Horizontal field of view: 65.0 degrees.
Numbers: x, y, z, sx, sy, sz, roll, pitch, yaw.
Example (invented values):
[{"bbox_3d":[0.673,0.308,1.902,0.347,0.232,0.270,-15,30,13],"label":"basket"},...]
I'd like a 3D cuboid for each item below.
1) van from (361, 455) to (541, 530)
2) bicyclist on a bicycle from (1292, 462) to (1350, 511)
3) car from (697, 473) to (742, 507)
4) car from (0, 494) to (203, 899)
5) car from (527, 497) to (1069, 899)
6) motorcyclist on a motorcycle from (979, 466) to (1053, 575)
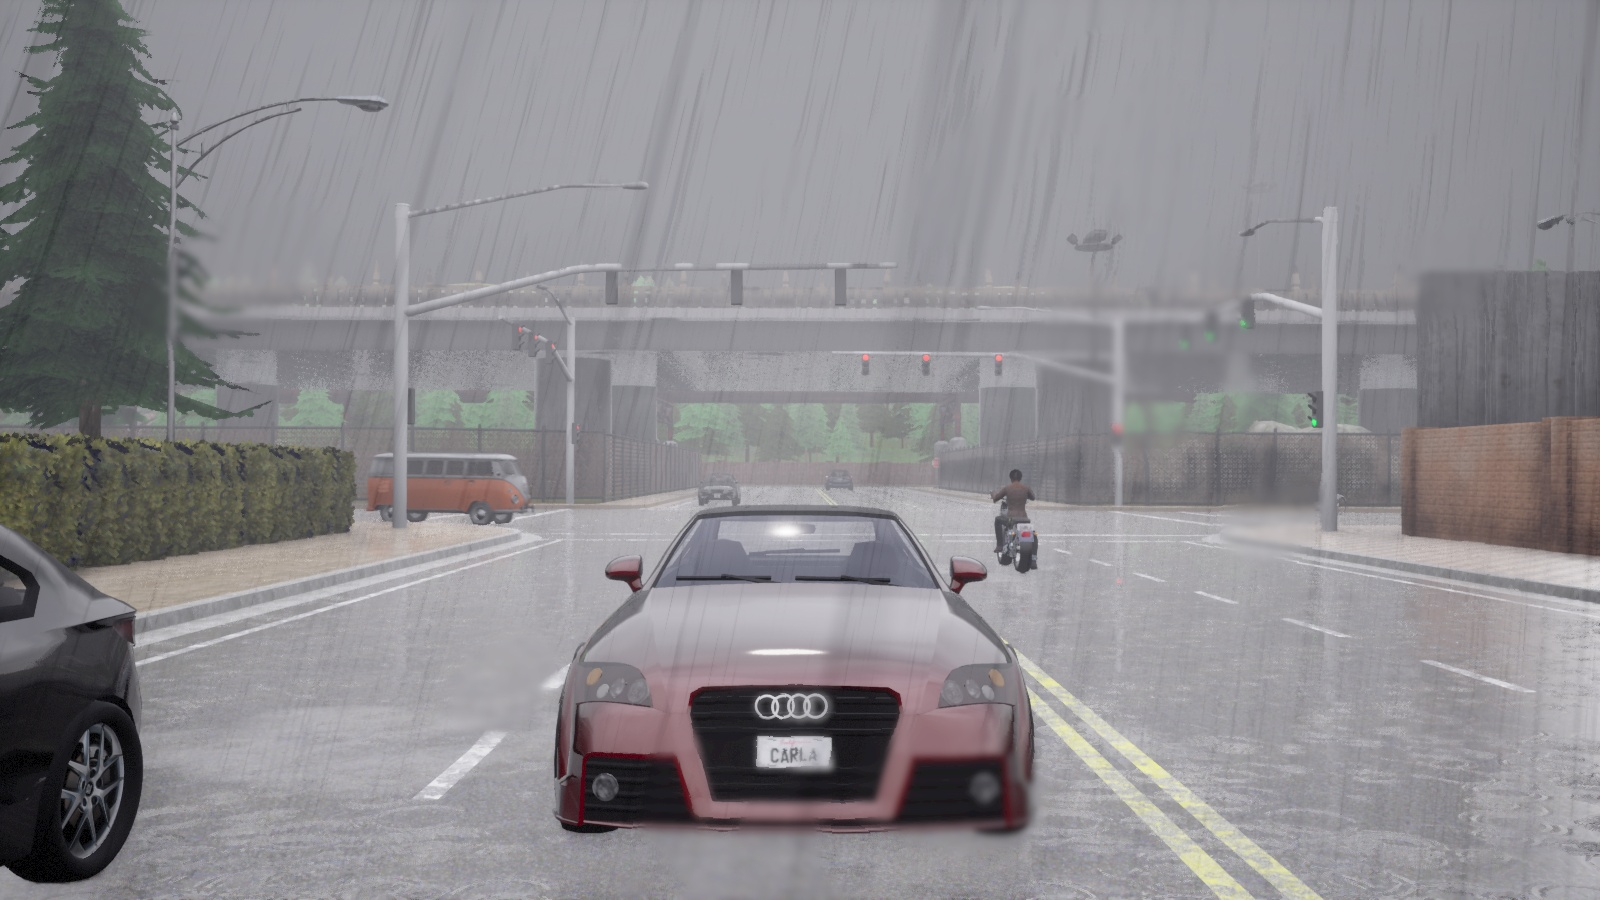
[{"bbox_3d":[-9.628,1.146,34.775,4.442,1.987,1.775,0,-1,9],"label":"van"},{"bbox_3d":[18.956,1.319,45.688,1.843,1.776,0.659,0,-1,0],"label":"bicyclist on a bicycle"},{"bbox_3d":[-3.643,1.805,57.467,1.816,1.474,4.193,0,-1,0],"label":"car"},{"bbox_3d":[-3.509,0.899,3.374,1.816,1.474,4.193,0,-1,0],"label":"car"},{"bbox_3d":[-0.013,0.991,6.719,1.994,1.385,4.181,0,-1,0],"label":"car"},{"bbox_3d":[3.449,1.090,20.246,0.766,1.649,2.350,0,-1,0],"label":"motorcyclist on a motorcycle"}]
